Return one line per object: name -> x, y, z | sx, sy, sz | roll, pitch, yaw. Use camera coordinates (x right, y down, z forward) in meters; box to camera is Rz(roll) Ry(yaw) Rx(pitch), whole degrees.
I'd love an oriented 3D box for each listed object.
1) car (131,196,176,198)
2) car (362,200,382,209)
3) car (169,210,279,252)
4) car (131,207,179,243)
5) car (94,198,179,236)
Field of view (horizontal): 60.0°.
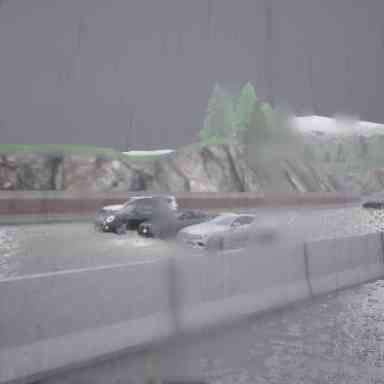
car -> -3.471, 1.280, 23.018 | 5.566, 2.045, 2.150 | 0, 0, -36
car -> 27.356, 1.895, 50.524 | 1.895, 1.301, 4.718 | 0, 0, 40
car -> 1.633, 1.578, 13.771 | 4.674, 1.442, 1.812 | 0, 0, -36
car -> -0.543, 1.615, 16.522 | 4.181, 1.385, 1.994 | 0, 0, -36
car -> -3.151, 1.399, 18.957 | 4.553, 1.767, 2.097 | 0, 0, -36
